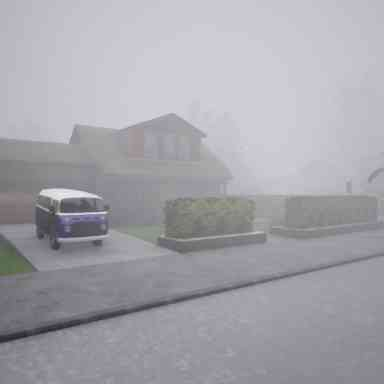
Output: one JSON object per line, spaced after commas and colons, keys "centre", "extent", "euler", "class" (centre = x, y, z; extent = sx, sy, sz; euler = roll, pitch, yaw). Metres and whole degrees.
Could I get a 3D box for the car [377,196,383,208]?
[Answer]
{"centre": [24.533, 1.035, 41.385], "extent": [3.866, 1.878, 1.905], "euler": [0, 0, -1], "class": "car"}
